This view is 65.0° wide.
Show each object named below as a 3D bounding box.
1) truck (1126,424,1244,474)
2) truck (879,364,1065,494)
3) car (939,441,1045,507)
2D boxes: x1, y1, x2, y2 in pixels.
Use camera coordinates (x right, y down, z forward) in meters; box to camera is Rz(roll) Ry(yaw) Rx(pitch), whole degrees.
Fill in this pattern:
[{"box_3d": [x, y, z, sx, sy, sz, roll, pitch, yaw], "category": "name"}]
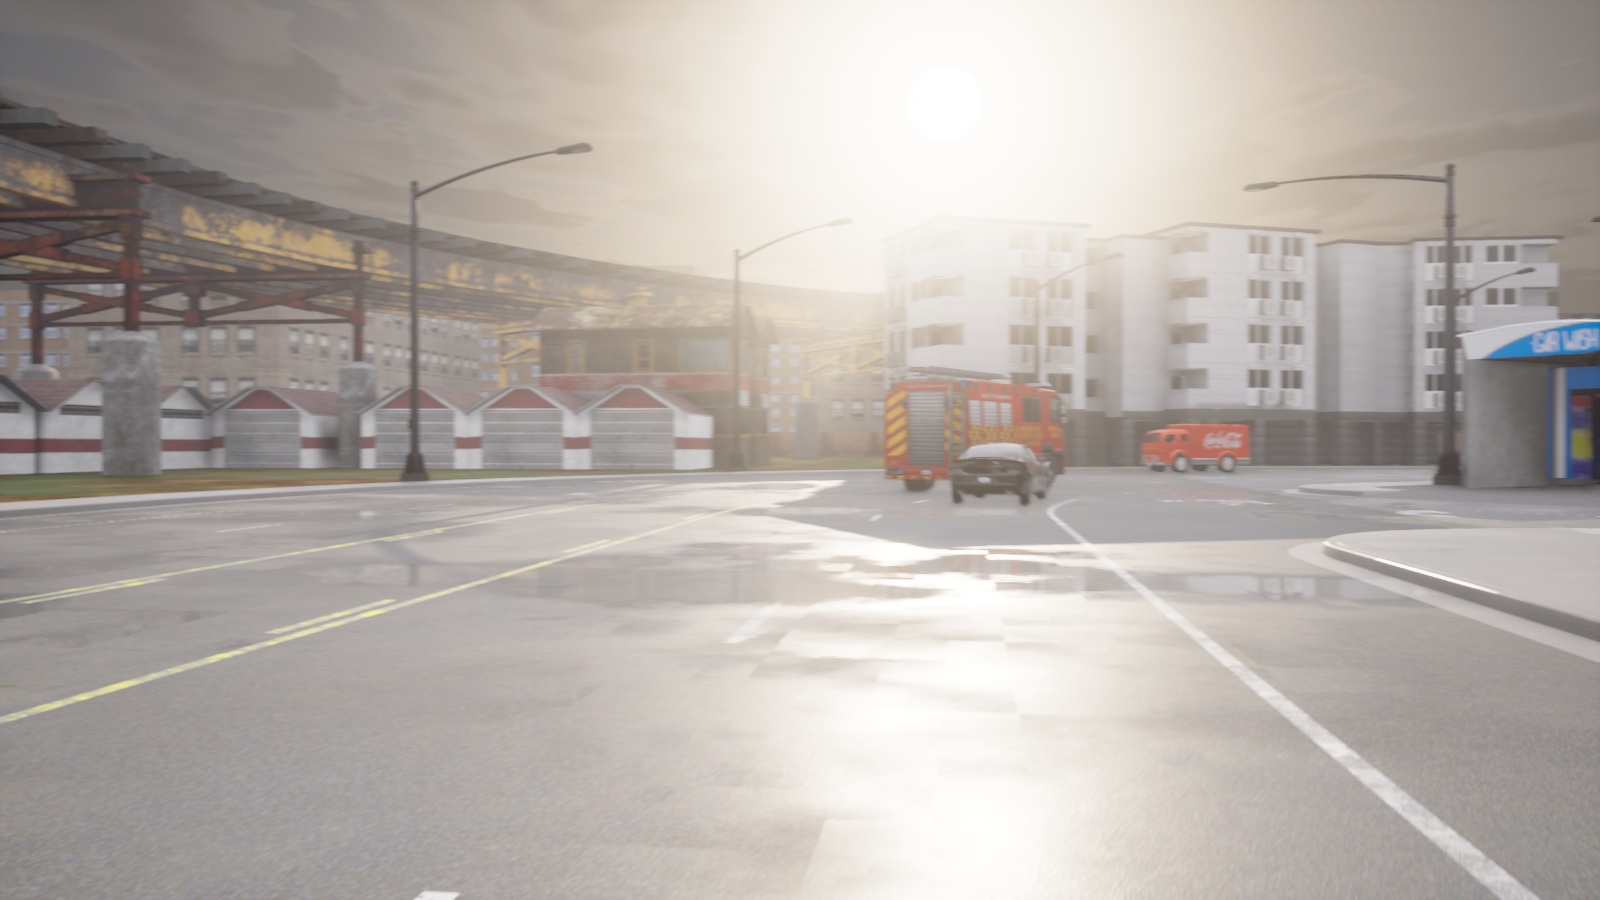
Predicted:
[{"box_3d": [19.582, -0.057, 63.970, 5.204, 2.467, 2.627, 0, 0, -20], "category": "truck"}, {"box_3d": [5.846, -0.639, 41.191, 2.891, 3.827, 8.468, 0, 0, 31], "category": "truck"}, {"box_3d": [5.016, 0.552, 32.241, 1.882, 1.535, 5.008, 0, 0, 18], "category": "car"}]
